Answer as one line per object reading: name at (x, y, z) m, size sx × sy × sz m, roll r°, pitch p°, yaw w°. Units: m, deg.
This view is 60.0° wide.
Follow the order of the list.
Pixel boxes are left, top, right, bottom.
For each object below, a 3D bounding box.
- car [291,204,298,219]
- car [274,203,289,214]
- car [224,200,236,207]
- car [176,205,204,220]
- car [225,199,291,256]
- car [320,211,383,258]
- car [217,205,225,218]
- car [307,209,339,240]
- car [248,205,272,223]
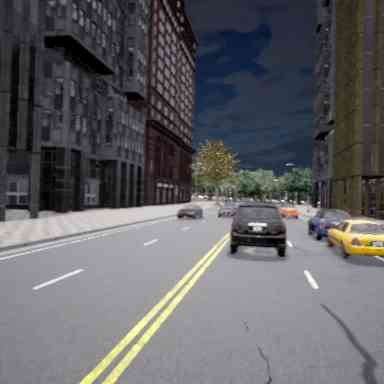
car at (11.449, 2.177, 39.820) m, size 2.097 × 1.767 × 4.553 m, roll 1°, pitch -1°, yaw 12°
car at (14.318, 2.625, 53.586) m, size 2.033 × 1.411 × 5.357 m, roll 1°, pitch -1°, yaw 12°
car at (8.311, 2.549, 72.355) m, size 1.994 × 1.385 × 4.181 m, roll 1°, pitch -1°, yaw 12°
car at (-0.081, 1.957, 32.989) m, size 2.033 × 1.411 × 5.357 m, roll 1°, pitch -1°, yaw 12°
car at (2.947, 1.492, 14.812) m, size 2.150 × 2.045 × 5.566 m, roll 1°, pitch -1°, yaw 12°
car at (7.003, 1.834, 14.091) m, size 1.801 × 1.575 × 5.366 m, roll 1°, pitch -1°, yaw 12°
car at (3.983, 2.134, 36.515) m, size 1.994 × 1.385 × 4.181 m, roll 1°, pitch -1°, yaw 12°
car at (8.196, 1.835, 19.747) m, size 2.097 × 1.767 × 4.553 m, roll 1°, pitch -1°, yaw 12°
car at (6.685, 2.090, 32.604) m, size 2.128 × 1.511 × 4.902 m, roll 1°, pitch -1°, yaw 12°
